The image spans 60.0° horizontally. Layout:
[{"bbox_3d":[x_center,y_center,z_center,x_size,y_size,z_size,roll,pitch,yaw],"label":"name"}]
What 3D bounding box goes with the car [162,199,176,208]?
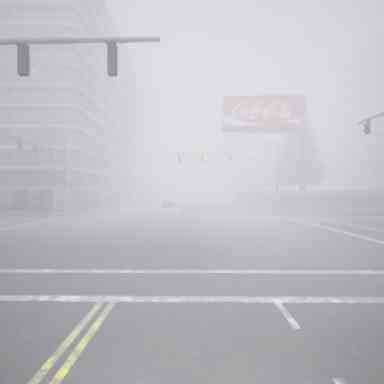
[{"bbox_3d":[-3.493,1.757,50.593,1.895,1.301,4.718,0,0,0],"label":"car"}]
